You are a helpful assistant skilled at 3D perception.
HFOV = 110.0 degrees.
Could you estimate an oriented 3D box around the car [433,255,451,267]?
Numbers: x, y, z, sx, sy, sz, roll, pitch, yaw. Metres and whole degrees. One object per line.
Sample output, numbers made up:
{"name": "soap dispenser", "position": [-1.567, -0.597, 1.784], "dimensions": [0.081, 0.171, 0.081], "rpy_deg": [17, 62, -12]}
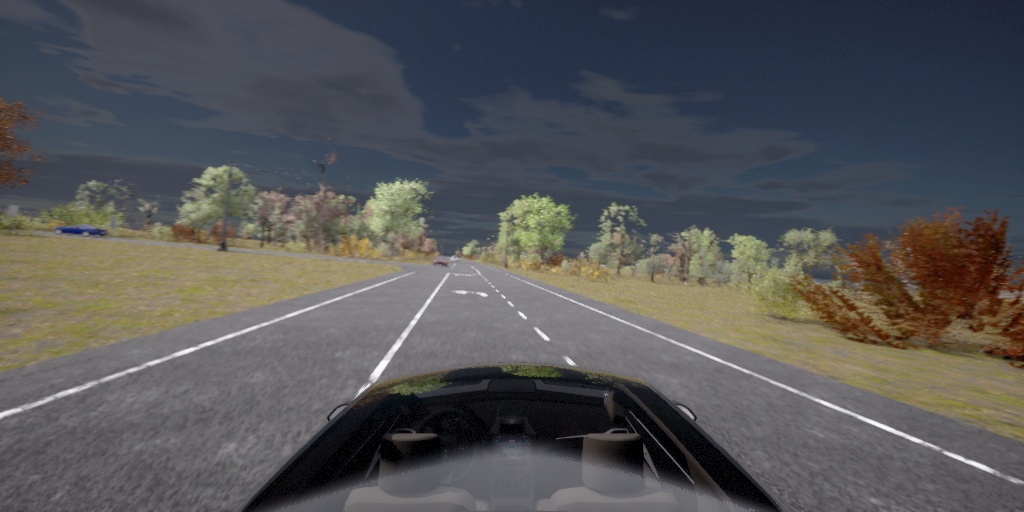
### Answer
{"name": "car", "position": [-10.661, 0.705, 53.666], "dimensions": [2.097, 1.767, 4.553], "rpy_deg": [5, -1, -8]}
